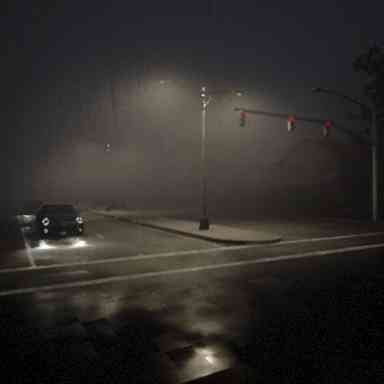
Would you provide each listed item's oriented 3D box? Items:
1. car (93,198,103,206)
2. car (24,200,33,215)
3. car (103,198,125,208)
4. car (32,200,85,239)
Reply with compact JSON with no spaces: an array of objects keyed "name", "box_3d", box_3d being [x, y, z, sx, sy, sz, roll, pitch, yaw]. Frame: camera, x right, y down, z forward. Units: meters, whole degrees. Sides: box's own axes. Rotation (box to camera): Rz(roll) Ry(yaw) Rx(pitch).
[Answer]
[{"name":"car","box_3d":[-16.543,1.771,59.705,1.812,1.442,4.674,0,0,-28]},{"name":"car","box_3d":[-17.643,1.721,37.375,1.837,1.490,4.892,0,0,-28]},{"name":"car","box_3d":[-11.630,1.692,50.635,1.837,1.490,4.892,0,0,-28]},{"name":"car","box_3d":[-7.329,1.448,18.274,2.097,1.767,4.553,0,0,-28]}]
